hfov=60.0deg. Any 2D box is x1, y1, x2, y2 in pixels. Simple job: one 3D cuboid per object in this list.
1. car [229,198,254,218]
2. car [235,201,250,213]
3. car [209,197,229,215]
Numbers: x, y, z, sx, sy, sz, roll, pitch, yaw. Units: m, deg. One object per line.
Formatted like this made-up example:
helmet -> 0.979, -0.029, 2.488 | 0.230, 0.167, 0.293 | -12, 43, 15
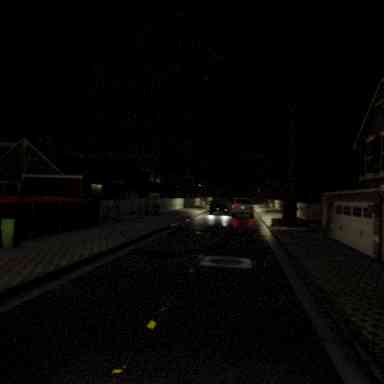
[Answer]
car -> 5.473, 1.649, 35.788 | 2.150, 2.045, 5.566 | 2, -1, 9
car -> 7.313, 2.132, 47.841 | 2.033, 1.411, 5.357 | 2, 0, 9
car -> 3.378, 1.623, 40.537 | 2.150, 2.045, 5.566 | 2, 0, 9
